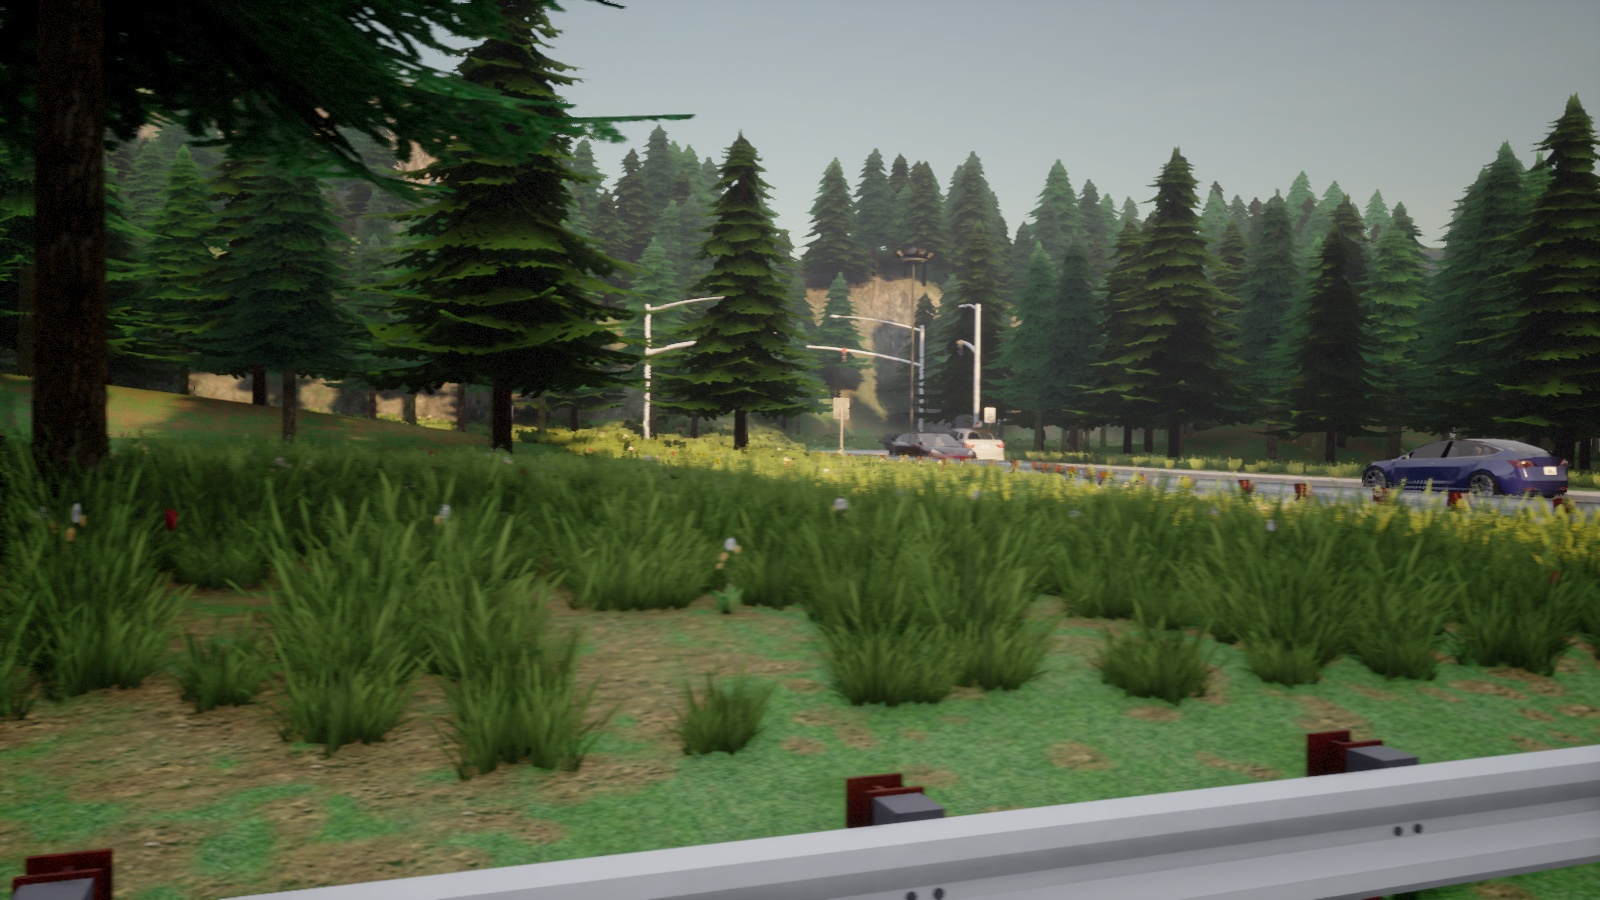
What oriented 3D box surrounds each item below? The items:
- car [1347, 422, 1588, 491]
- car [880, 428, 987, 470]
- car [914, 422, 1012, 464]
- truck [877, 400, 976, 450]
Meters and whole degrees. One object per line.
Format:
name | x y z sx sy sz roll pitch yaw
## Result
car | 15.731 0.114 29.922 2.163 1.488 4.792 -1 1 -22
car | 5.027 -0.064 48.005 2.163 1.488 4.792 -1 1 -20
car | 6.844 -0.326 53.285 2.242 1.667 4.611 -1 1 -20
truck | 9.291 -1.798 91.354 2.891 3.462 7.936 0 1 44
